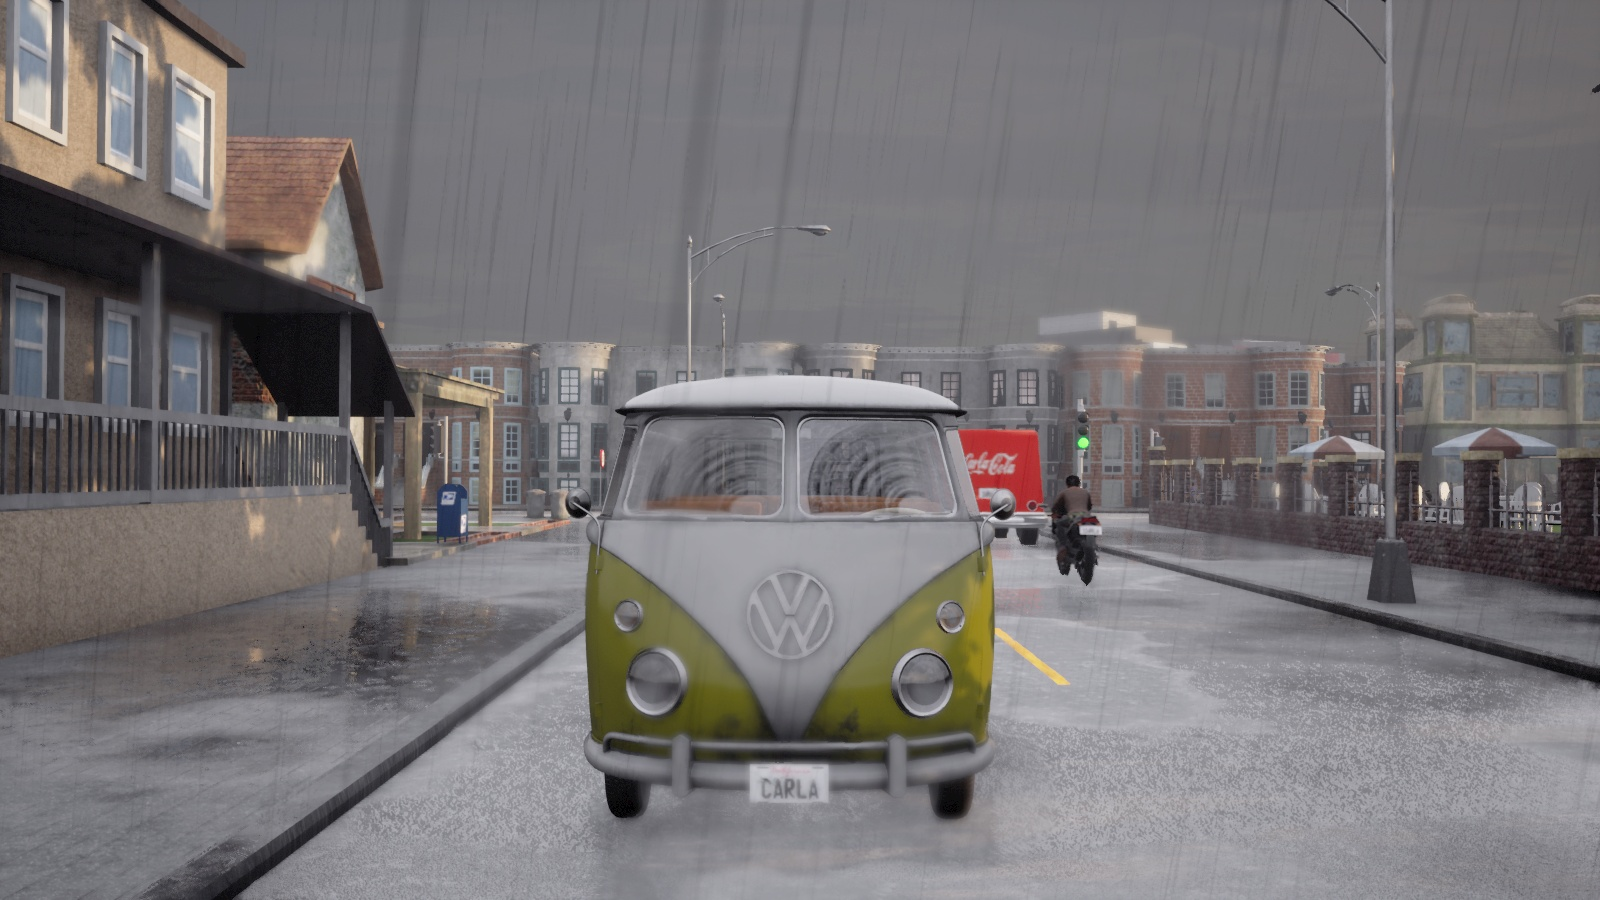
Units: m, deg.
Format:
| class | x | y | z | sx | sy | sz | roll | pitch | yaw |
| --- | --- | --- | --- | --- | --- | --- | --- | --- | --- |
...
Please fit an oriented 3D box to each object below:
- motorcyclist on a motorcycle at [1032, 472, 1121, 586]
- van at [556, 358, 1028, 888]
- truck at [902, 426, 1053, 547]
| class | x | y | z | sx | sy | sz | roll | pitch | yaw |
| --- | --- | --- | --- | --- | --- | --- | --- | --- | --- |
| motorcyclist on a motorcycle | 3.902 | 1.081 | 17.875 | 0.797 | 1.523 | 2.044 | 0 | -1 | 0 |
| van | -0.043 | 0.684 | 6.958 | 1.775 | 1.987 | 4.442 | 0 | -1 | 0 |
| truck | 3.845 | 0.789 | 28.343 | 2.627 | 2.467 | 5.204 | 0 | -1 | 0 |
